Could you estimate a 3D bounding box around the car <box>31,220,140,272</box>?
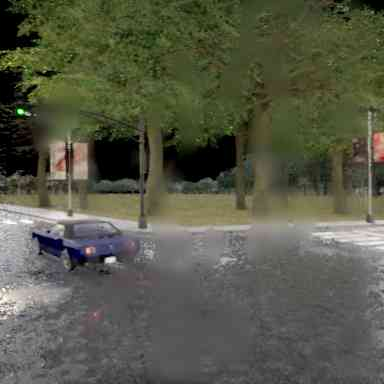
[{"bbox_3d":[-3.655,1.551,10.767,1.895,1.301,4.718,0,1,-40],"label":"car"}]
